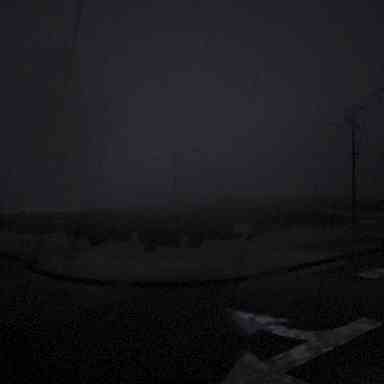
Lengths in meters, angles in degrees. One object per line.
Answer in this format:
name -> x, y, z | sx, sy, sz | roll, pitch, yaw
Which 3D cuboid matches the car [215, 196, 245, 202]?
car -> 5.632, 1.311, 49.379 | 2.033, 1.411, 5.357 | -1, 0, -35
